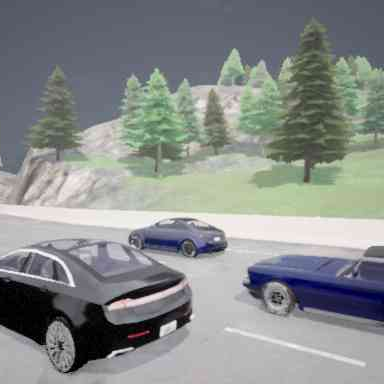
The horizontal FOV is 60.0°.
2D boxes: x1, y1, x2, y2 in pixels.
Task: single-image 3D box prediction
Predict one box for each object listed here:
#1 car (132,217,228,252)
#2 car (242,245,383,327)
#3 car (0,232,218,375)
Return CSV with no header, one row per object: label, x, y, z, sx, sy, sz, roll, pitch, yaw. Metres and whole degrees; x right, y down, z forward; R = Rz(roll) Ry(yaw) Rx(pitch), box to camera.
car,-0.661,1.708,13.373,4.181,1.385,1.994,-1,-1,38
car,3.325,1.634,5.949,4.718,1.301,1.895,-1,-1,36
car,-2.246,1.571,5.754,4.902,1.511,2.128,-1,-1,37
